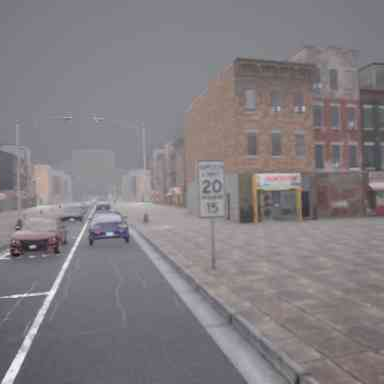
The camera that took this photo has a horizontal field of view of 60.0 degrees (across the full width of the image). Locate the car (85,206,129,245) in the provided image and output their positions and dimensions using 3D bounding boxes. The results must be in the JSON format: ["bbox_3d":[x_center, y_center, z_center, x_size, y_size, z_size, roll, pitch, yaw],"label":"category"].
[{"bbox_3d":[-4.214,1.688,16.763,1.812,1.442,4.674,-2,0,-15],"label":"car"}]

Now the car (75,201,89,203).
[{"bbox_3d":[-13.908,2.024,40.293,1.882,1.535,5.008,-2,0,-15],"label":"car"}]

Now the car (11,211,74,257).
[{"bbox_3d":[-6.340,1.765,14.176,1.887,1.381,4.507,-1,0,-15],"label":"car"}]

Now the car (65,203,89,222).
[{"bbox_3d":[-10.701,1.970,30.068,1.947,1.339,4.313,-1,0,-15],"label":"car"}]

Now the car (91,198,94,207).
[{"bbox_3d":[-19.426,2.391,61.853,2.008,1.369,4.403,-1,0,-15],"label":"car"}]

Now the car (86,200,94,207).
[{"bbox_3d":[-23.742,2.609,77.582,1.752,1.417,4.829,-1,-1,-15],"label":"car"}]

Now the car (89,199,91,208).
[{"bbox_3d":[-15.765,2.142,47.042,1.837,1.490,4.892,-2,0,-15],"label":"car"}]

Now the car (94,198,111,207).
[{"bbox_3d":[-12.300,2.004,46.194,1.882,1.535,5.008,-2,0,-15],"label":"car"}]
